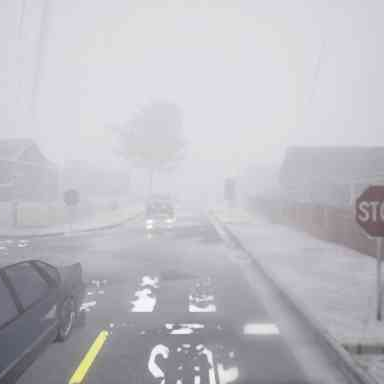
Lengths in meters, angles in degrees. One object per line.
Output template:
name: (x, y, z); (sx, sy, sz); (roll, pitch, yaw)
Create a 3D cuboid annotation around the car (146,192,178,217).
car: (-2.716, 1.076, 29.381); (2.150, 2.045, 5.566); (0, 1, 0)

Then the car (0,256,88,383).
car: (-2.745, 1.526, 3.637); (2.033, 1.411, 5.357); (0, 0, 0)

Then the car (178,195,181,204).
car: (-2.934, 1.021, 54.372); (2.097, 1.767, 4.553); (0, 0, -3)
